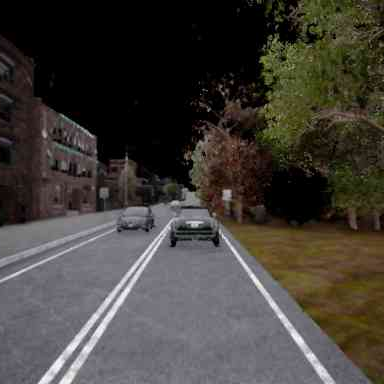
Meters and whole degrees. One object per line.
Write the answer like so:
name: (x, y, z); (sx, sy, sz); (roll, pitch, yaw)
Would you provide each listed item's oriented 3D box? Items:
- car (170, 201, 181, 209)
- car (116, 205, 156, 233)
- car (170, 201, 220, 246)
car: (-3.066, 2.321, 61.884); (1.812, 1.442, 4.674); (0, -1, 1)
car: (-3.319, 1.610, 20.431); (1.837, 1.490, 4.892); (0, -1, 0)
car: (0.120, 1.418, 15.851); (2.097, 1.767, 4.553); (0, 0, 0)
